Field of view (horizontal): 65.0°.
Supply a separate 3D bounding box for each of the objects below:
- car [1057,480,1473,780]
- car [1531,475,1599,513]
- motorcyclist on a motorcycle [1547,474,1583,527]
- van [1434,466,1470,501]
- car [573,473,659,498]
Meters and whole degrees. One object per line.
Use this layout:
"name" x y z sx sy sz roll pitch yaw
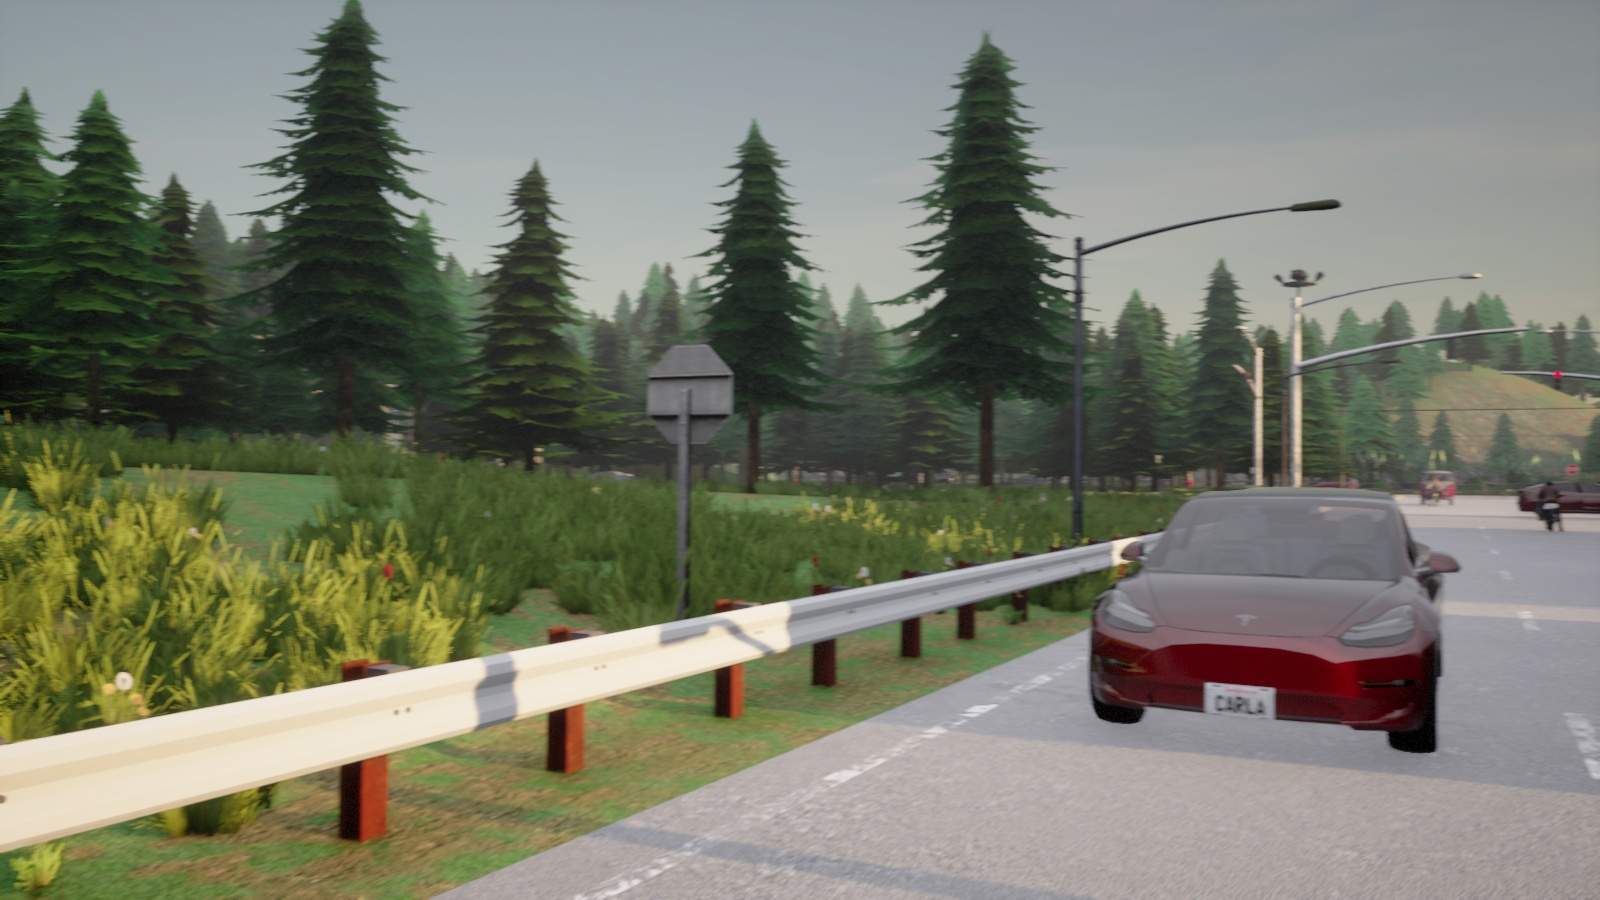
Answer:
"car" 3.604 0.980 9.022 2.163 1.488 4.792 0 -1 28
"car" 31.492 1.708 49.180 4.792 1.488 2.163 -1 -1 27
"motorcyclist on a motorcycle" 22.866 1.492 37.539 0.797 1.523 2.044 0 -1 28
"van" 37.988 1.912 73.151 1.775 1.987 4.442 0 -1 28
"car" -11.034 2.100 75.276 4.792 1.488 2.163 0 -1 29
